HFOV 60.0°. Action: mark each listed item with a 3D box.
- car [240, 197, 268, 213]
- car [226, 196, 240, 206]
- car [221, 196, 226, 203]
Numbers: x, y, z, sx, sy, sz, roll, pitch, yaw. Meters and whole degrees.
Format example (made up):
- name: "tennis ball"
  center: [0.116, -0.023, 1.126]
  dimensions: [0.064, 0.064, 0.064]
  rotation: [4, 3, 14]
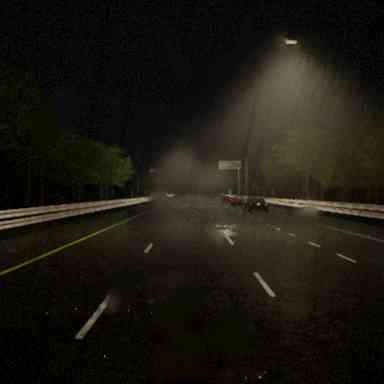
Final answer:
- name: "car"
  center: [7.079, 1.378, 37.442]
  dimensions: [2.097, 1.767, 4.553]
  rotation: [0, 0, 0]
- name: "car"
  center: [7.167, 1.607, 54.679]
  dimensions: [1.994, 1.385, 4.181]
  rotation: [0, 0, 0]
- name: "car"
  center: [7.285, 1.573, 71.731]
  dimensions: [1.812, 1.442, 4.674]
  rotation: [0, 0, 0]
